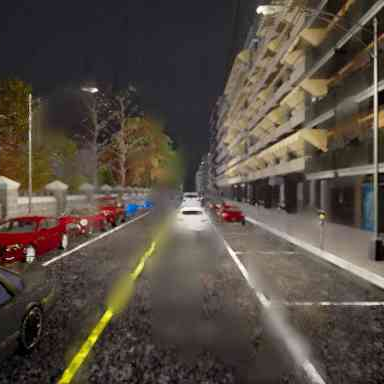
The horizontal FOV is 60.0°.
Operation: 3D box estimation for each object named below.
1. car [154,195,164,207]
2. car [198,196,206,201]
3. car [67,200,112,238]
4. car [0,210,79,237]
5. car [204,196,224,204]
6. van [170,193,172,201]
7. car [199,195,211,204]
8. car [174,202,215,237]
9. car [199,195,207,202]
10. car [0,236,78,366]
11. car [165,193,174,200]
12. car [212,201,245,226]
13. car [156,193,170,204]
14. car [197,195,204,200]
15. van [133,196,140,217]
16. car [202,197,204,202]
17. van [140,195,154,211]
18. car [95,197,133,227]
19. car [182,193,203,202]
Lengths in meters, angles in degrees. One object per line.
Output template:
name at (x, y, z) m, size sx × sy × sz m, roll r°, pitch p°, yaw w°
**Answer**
car at (-5.903, 1.520, 50.951) m, size 1.947 × 1.339 × 4.313 m, roll 0°, pitch 0°, yaw 0°
car at (2.357, 1.523, 79.137) m, size 1.802 × 1.307 × 4.206 m, roll 0°, pitch 0°, yaw 0°
car at (-5.759, 1.419, 17.167) m, size 1.967 × 1.590 × 4.097 m, roll 0°, pitch 0°, yaw 0°
car at (-5.735, 1.529, 11.539) m, size 1.887 × 1.381 × 4.507 m, roll 0°, pitch 0°, yaw 0°
car at (2.549, 1.394, 34.095) m, size 1.967 × 1.590 × 4.097 m, roll 0°, pitch 0°, yaw 0°
van at (-5.999, 1.292, 73.470) m, size 1.690 × 1.788 × 3.998 m, roll 0°, pitch 0°, yaw 0°
car at (2.429, 1.379, 62.246) m, size 1.967 × 1.590 × 4.097 m, roll 0°, pitch 0°, yaw 0°
car at (0.021, 1.495, 17.819) m, size 1.812 × 1.442 × 4.674 m, roll 0°, pitch 0°, yaw 0°
car at (2.381, 1.465, 73.677) m, size 1.752 × 1.417 × 4.829 m, roll 0°, pitch 0°, yaw 0°
car at (-3.108, 1.544, 3.314) m, size 2.033 × 1.411 × 5.357 m, roll 0°, pitch 0°, yaw 0°
car at (-6.071, 1.272, 90.364) m, size 2.192 × 1.841 × 5.009 m, roll 0°, pitch 0°, yaw 0°
car at (2.597, 1.545, 22.834) m, size 1.802 × 1.307 × 4.206 m, roll 0°, pitch 0°, yaw 0°
car at (-5.951, 1.265, 62.210) m, size 2.192 × 1.841 × 5.009 m, roll 0°, pitch 0°, yaw 0°
car at (2.309, 1.511, 90.400) m, size 1.947 × 1.339 × 4.313 m, roll 0°, pitch 0°, yaw 0°
van at (-5.807, 1.311, 28.429) m, size 1.690 × 1.788 × 3.998 m, roll 0°, pitch 0°, yaw 0°
car at (2.525, 1.532, 39.726) m, size 1.802 × 1.307 × 4.206 m, roll 0°, pitch 0°, yaw 0°
van at (-5.856, 1.302, 39.690) m, size 1.690 × 1.788 × 3.998 m, roll 0°, pitch 0°, yaw 0°
car at (-5.784, 1.289, 22.798) m, size 2.192 × 1.841 × 5.009 m, roll 0°, pitch 0°, yaw 0°
car at (-0.075, 1.172, 41.943) m, size 2.150 × 2.045 × 5.566 m, roll 0°, pitch 0°, yaw 0°
